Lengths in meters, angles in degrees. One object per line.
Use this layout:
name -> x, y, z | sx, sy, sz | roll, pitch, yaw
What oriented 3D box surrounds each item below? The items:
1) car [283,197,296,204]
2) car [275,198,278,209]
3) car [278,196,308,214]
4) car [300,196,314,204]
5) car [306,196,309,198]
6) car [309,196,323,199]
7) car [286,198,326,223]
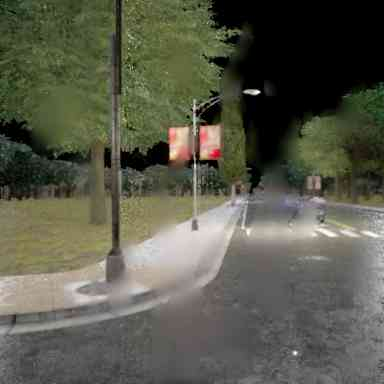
car -> 18.963, 1.628, 64.581 | 1.895, 1.301, 4.718 | -1, 0, 10
car -> 12.305, 1.506, 44.984 | 2.128, 1.511, 4.902 | -1, 0, 10
car -> 10.527, 1.478, 35.006 | 1.882, 1.535, 5.008 | -1, 0, 10
car -> 22.192, 1.519, 64.187 | 1.812, 1.442, 4.674 | -1, 0, 10
car -> 17.202, 1.492, 54.316 | 2.128, 1.511, 4.902 | -1, 0, 10
car -> 20.456, 1.492, 54.063 | 1.812, 1.442, 4.674 | -1, 0, 10
car -> 8.910, 1.481, 25.740 | 2.128, 1.511, 4.902 | -1, 0, 10
